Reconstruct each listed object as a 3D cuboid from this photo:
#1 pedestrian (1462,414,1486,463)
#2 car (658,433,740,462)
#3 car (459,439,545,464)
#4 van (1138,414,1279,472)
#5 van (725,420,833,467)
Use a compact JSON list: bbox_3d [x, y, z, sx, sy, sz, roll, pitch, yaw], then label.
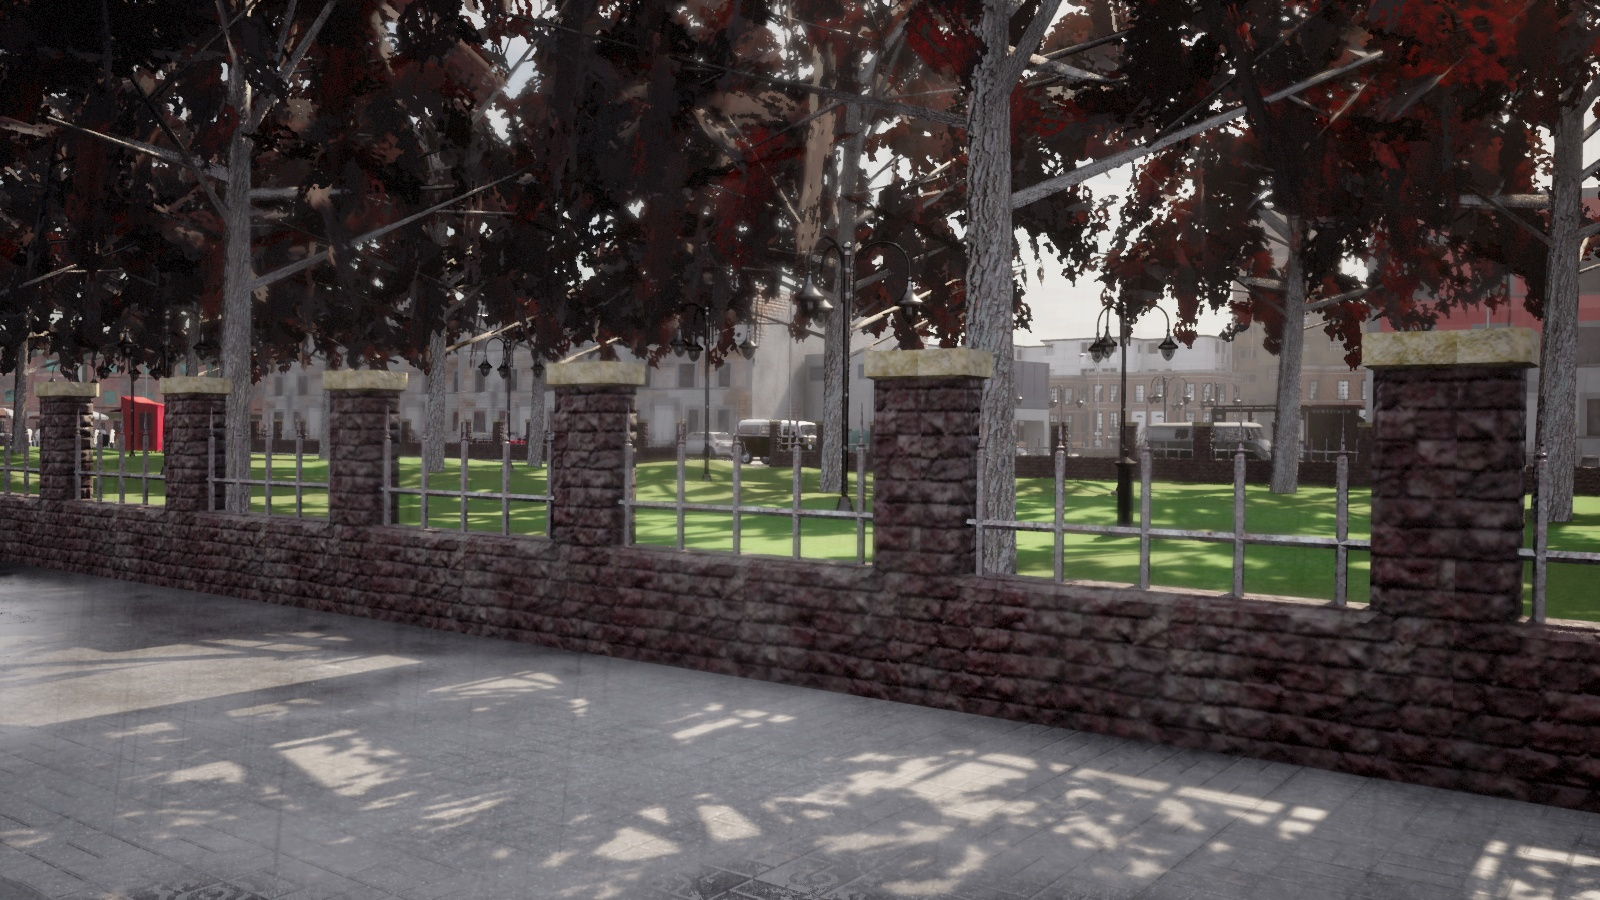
[{"bbox_3d":[25.710,-0.446,47.914,0.376,1.854,0.720,-1,1,-43],"label":"pedestrian"},{"bbox_3d":[-5.194,-0.135,64.375,3.806,1.475,1.970,0,1,36],"label":"car"},{"bbox_3d":[-16.007,0.057,67.370,4.718,1.301,1.895,0,1,36],"label":"car"},{"bbox_3d":[14.553,-0.260,44.835,4.442,1.987,1.775,0,1,36],"label":"van"},{"bbox_3d":[-0.946,-0.306,56.269,4.480,2.038,2.069,0,1,36],"label":"van"}]
